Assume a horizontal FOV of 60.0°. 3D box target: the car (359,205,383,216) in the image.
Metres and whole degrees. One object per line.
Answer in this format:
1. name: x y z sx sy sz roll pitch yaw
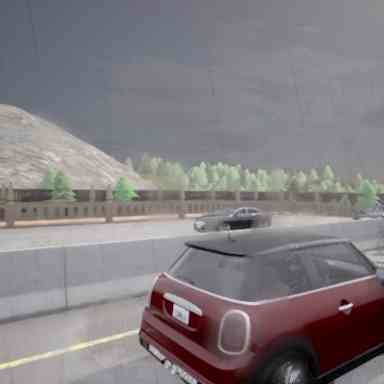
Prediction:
1. car: 12.251 1.589 21.298 4.902 1.511 2.128 1 0 -35

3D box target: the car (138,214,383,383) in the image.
1. car: 1.607 1.368 4.891 4.553 1.767 2.097 0 0 -36

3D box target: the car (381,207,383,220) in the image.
1. car: 23.614 2.610 37.918 4.181 1.385 1.994 6 -4 -35

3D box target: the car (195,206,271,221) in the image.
1. car: 2.355 1.543 18.557 4.902 1.511 2.128 0 0 -35
